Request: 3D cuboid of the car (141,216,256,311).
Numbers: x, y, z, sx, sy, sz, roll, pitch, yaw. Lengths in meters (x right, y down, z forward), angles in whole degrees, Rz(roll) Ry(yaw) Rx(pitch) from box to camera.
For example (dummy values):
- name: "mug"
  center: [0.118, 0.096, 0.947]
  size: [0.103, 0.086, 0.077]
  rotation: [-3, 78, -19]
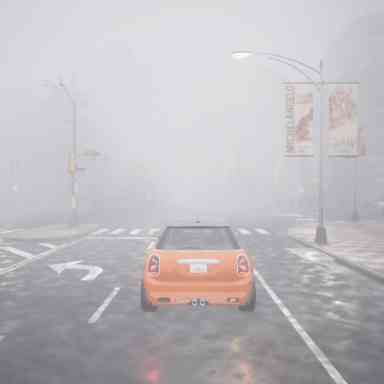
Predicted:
- name: "car"
  center: [0.117, 1.352, 7.916]
  size: [2.097, 1.767, 4.553]
  rotation: [0, 0, 0]

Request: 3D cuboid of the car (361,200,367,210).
- name: "car"
  center: [23.235, 1.221, 39.676]
  size: [5.566, 2.045, 2.150]
  rotation: [0, 0, 1]

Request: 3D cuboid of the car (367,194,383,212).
- name: "car"
  center: [22.106, 1.352, 36.181]
  size: [4.553, 1.767, 2.097]
  rotation: [0, 0, 1]
